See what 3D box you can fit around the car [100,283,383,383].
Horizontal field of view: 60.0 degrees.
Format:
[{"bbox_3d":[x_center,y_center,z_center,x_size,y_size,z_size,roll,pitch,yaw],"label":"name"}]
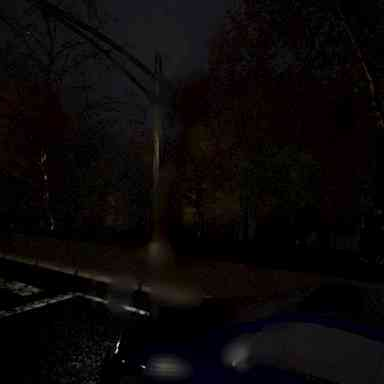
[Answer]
[{"bbox_3d":[1.127,1.564,2.879,4.181,1.385,1.994,0,0,35],"label":"car"}]
